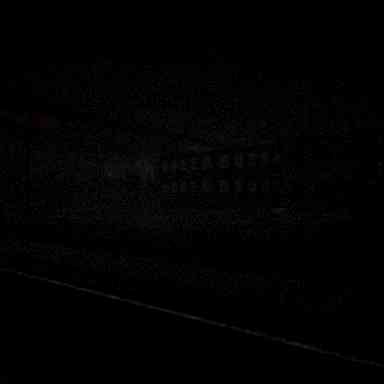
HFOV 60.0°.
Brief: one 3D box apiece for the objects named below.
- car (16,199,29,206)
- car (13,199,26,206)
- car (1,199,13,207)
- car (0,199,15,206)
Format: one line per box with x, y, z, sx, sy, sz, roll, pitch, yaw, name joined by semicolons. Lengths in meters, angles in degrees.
-31.434;1.869;61.862;1.853;1.218;4.536;0;0;-23;car
-31.412;2.026;61.813;2.038;1.542;4.974;0;0;-23;car
-34.941;2.046;60.601;4.974;1.542;2.038;0;0;7;car
-34.993;1.889;60.608;4.536;1.218;1.853;0;0;7;car
